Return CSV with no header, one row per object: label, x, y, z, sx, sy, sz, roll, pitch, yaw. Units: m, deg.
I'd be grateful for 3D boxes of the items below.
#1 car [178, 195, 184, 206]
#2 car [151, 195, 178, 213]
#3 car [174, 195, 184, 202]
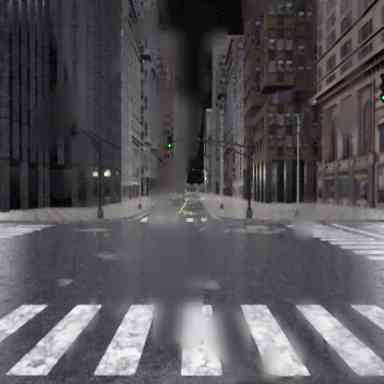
car,-2.769,1.303,49.651,2.033,1.411,5.357,0,0,1
car,-2.855,1.185,33.651,2.097,1.767,4.553,0,0,0
car,-2.600,1.286,67.571,1.994,1.385,4.181,0,0,0
